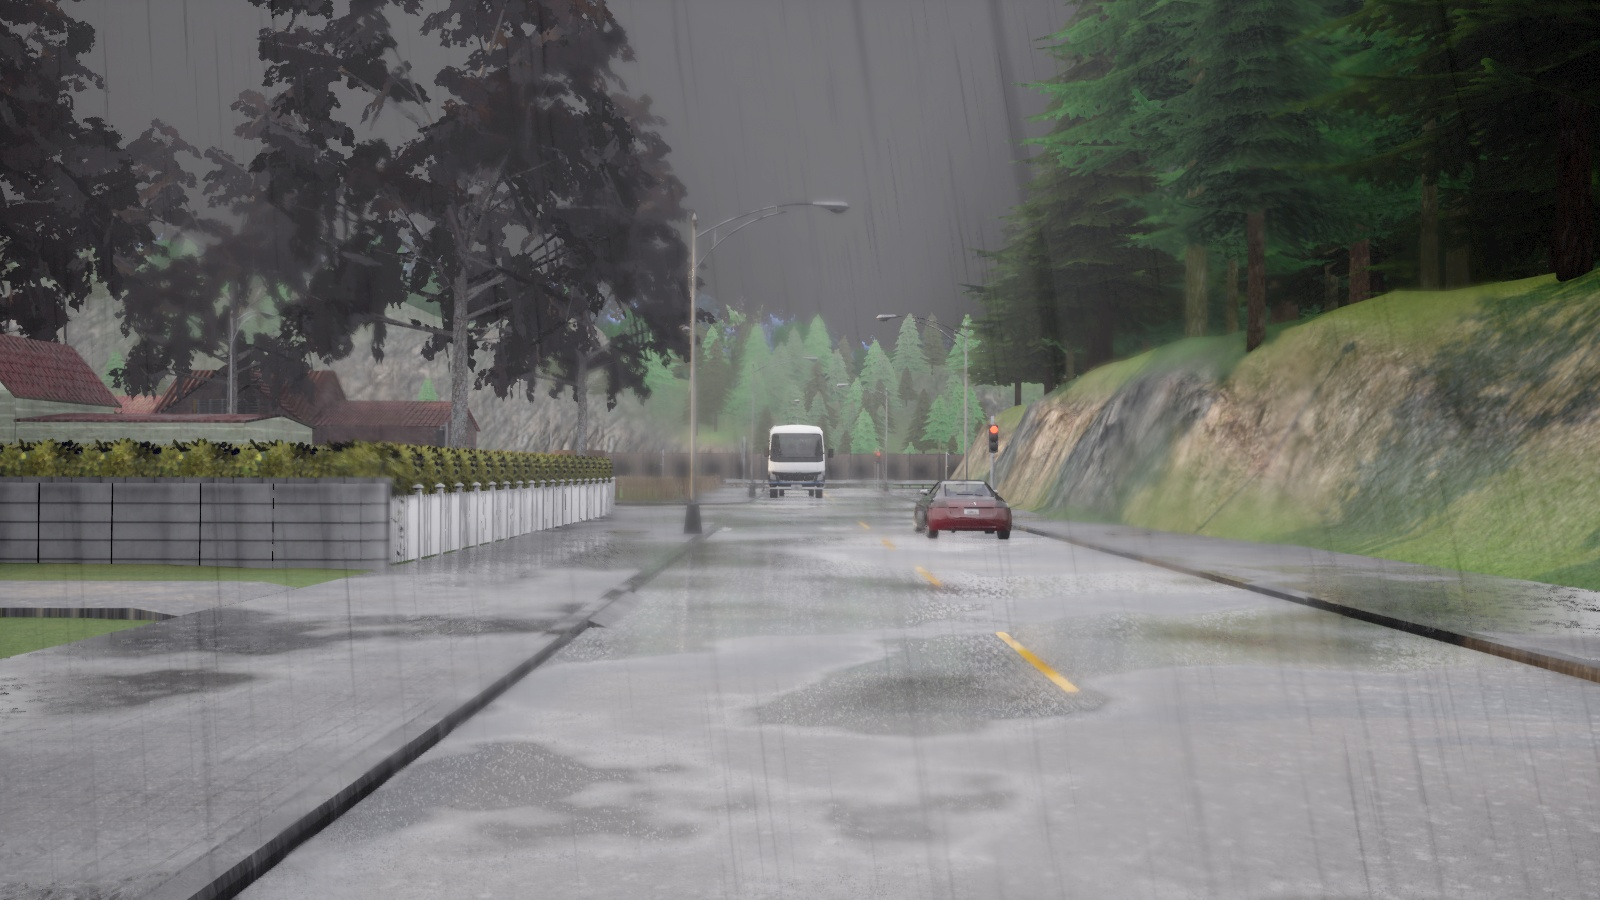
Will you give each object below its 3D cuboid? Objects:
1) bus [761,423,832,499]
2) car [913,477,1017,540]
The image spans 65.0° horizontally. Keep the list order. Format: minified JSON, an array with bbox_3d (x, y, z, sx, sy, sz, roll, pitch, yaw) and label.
[{"bbox_3d":[-0.192,0.698,75.175,3.944,4.253,10.273,0,-1,0],"label":"bus"},{"bbox_3d":[3.919,1.374,30.520,1.994,1.385,4.181,0,-1,0],"label":"car"}]
